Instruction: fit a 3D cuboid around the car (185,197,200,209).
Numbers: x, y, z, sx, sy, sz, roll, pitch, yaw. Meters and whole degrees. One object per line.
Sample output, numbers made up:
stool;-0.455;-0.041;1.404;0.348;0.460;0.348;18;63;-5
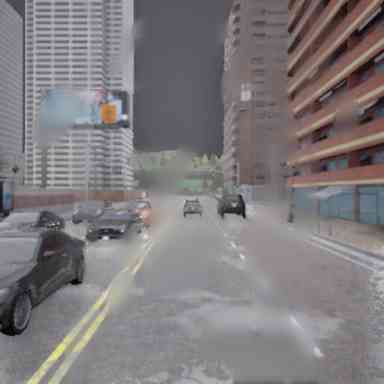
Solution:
car;0.052;1.439;45.624;1.882;1.535;5.008;0;0;0

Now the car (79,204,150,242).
car;-3.588;1.534;16.501;2.033;1.411;5.357;0;0;0

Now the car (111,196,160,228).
car;-3.504;1.348;21.560;2.097;1.767;4.553;0;0;0

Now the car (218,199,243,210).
car;5.133;1.564;43.974;1.895;1.301;4.718;0;0;24

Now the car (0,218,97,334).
car;-3.593;1.520;6.850;1.812;1.442;4.674;0;0;0

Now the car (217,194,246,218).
car;3.510;1.200;30.083;2.150;2.045;5.566;0;0;0

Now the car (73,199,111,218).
car;-7.049;1.331;24.357;2.097;1.767;4.553;0;0;0

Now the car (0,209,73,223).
car;-7.094;1.513;14.514;1.812;1.442;4.674;0;0;1

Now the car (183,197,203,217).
car;0.091;1.521;31.411;2.033;1.411;5.357;0;0;0
